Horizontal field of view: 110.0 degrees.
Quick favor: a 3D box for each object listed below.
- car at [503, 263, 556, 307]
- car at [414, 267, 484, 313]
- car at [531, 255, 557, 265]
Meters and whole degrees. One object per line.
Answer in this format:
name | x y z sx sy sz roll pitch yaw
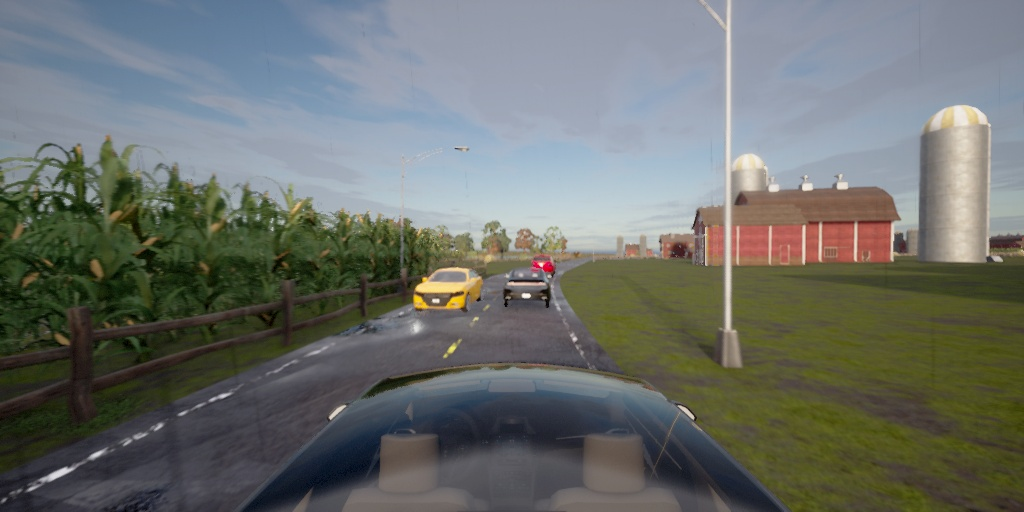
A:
car | 0.691 1.231 15.464 2.128 1.511 4.902 0 0 4
car | -2.330 1.209 14.252 1.882 1.535 5.008 0 0 4
car | 3.142 0.917 35.458 2.150 2.045 5.566 0 0 10
